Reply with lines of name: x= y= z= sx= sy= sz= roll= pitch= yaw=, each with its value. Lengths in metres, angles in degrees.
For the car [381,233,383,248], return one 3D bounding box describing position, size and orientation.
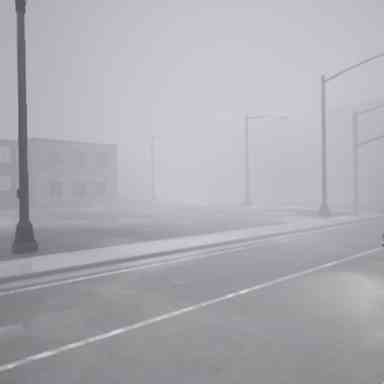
car: x=8.034 y=1.405 z=10.904 sx=4.718 sy=1.301 sz=1.895 roll=-1 pitch=1 yaw=-40
